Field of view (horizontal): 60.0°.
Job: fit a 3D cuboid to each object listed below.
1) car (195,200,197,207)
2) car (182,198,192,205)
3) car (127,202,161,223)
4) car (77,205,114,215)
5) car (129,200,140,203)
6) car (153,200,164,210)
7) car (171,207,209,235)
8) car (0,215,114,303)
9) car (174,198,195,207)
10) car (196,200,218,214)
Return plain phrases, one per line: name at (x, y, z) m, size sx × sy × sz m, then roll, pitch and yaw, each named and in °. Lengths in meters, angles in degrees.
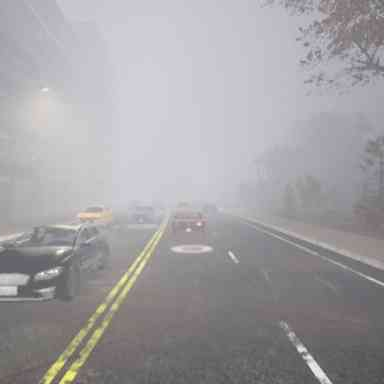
car at (0.841, 2.075, 57.101) m, size 2.033 × 1.411 × 5.357 m, roll 0°, pitch 0°, yaw -5°
car at (-1.231, 2.227, 77.343) m, size 1.812 × 1.442 × 4.674 m, roll 0°, pitch 0°, yaw -7°
car at (-4.000, 1.819, 28.192) m, size 2.033 × 1.411 × 5.357 m, roll 0°, pitch -1°, yaw -2°
car at (-7.121, 1.720, 24.784) m, size 1.882 × 1.535 × 5.008 m, roll 0°, pitch 0°, yaw -2°
car at (-8.337, 1.939, 48.470) m, size 1.882 × 1.535 × 5.008 m, roll 0°, pitch -1°, yaw -4°
car at (-5.174, 1.967, 49.988) m, size 2.128 × 1.511 × 4.902 m, roll 0°, pitch -1°, yaw -4°
car at (-0.259, 1.796, 20.285) m, size 1.895 × 1.301 × 4.718 m, roll 0°, pitch -1°, yaw -2°
car at (-3.447, 1.578, 8.588) m, size 2.128 × 1.511 × 4.902 m, roll 0°, pitch -1°, yaw -1°
car at (-1.070, 1.840, 38.402) m, size 1.882 × 1.535 × 5.008 m, roll 0°, pitch -1°, yaw -3°
car at (2.001, 1.950, 41.387) m, size 1.994 × 1.385 × 4.181 m, roll 0°, pitch 0°, yaw -3°
